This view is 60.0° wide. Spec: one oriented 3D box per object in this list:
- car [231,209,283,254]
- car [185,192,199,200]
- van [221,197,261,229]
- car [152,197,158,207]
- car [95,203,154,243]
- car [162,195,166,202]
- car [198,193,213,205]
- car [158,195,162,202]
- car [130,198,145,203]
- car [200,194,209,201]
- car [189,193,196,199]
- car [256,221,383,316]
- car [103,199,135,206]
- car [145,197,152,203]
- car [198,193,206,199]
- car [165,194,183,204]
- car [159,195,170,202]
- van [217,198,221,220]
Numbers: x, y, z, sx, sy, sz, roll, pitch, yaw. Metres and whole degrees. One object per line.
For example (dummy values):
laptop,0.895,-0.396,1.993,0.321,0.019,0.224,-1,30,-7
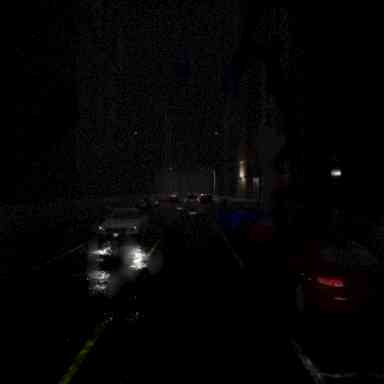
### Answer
car,2.767,1.530,12.853,1.802,1.307,4.206,0,0,0
car,0.028,1.080,73.880,1.837,1.490,4.892,0,0,0
van,2.769,1.267,18.530,1.690,1.788,3.998,0,0,0
car,-5.747,1.403,41.241,1.947,1.339,4.313,0,0,0
car,-3.094,1.462,15.831,1.812,1.442,4.674,0,0,0
car,-5.738,1.279,63.780,1.752,1.417,4.829,0,0,0
car,2.381,1.261,55.125,1.882,1.535,5.008,0,0,0
car,-5.745,1.341,46.747,1.752,1.417,4.829,0,0,0
car,-5.751,1.322,29.885,1.967,1.590,4.097,0,0,0
car,2.791,1.155,75.305,1.967,1.590,4.097,0,0,0
car,0.035,0.958,90.851,1.882,1.535,5.008,0,0,0
car,2.765,1.553,7.175,1.802,1.307,4.206,0,0,0
car,-5.753,1.455,24.209,2.008,1.369,4.403,0,0,0
car,-5.749,1.385,35.393,1.752,1.417,4.829,0,0,0
car,2.797,1.101,92.338,1.967,1.590,4.097,0,0,0
car,-3.035,1.379,56.800,1.895,1.301,4.718,0,0,1
car,-5.736,1.278,69.627,1.887,1.381,4.507,0,0,0
van,2.772,1.245,24.207,1.690,1.788,3.998,0,0,0
